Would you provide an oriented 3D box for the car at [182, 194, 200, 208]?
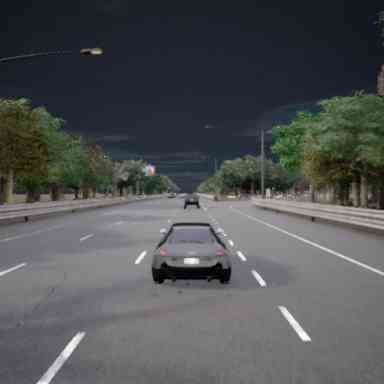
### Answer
[{"bbox_3d":[-0.018,1.241,48.520,2.150,2.045,5.566,0,0,0],"label":"car"}]

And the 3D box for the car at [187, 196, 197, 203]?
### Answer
[{"bbox_3d":[-0.023,1.568,73.652,2.033,1.411,5.357,0,0,0],"label":"car"}]

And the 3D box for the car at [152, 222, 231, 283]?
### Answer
[{"bbox_3d":[-0.009,1.568,9.695,1.994,1.385,4.181,0,0,0],"label":"car"}]
